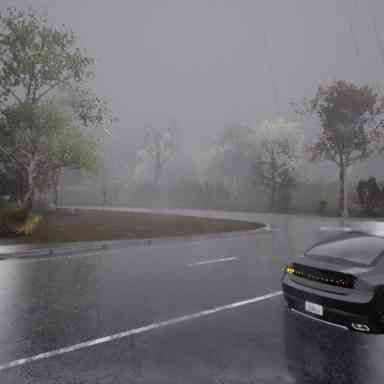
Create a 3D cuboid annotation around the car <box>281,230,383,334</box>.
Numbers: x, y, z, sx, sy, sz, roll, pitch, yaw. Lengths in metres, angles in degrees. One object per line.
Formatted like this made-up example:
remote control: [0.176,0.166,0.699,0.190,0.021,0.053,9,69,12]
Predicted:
car: [3.805,1.504,6.431,4.892,1.490,1.837,0,0,-36]
